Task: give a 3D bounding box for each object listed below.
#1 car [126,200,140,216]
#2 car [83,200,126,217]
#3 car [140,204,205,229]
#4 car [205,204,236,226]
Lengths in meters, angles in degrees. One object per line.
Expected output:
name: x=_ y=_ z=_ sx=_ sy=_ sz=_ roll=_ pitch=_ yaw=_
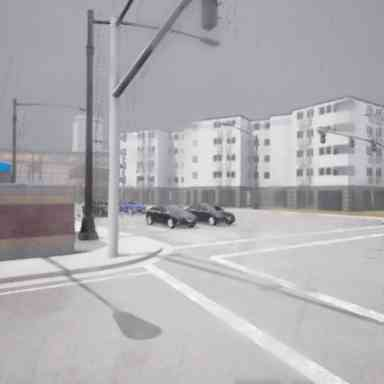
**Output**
car: x=-6.745 y=1.636 z=35.361 sx=5.008 sy=1.535 sz=1.882 roll=0 pitch=-1 yaw=44
car: x=-8.917 y=1.623 z=32.628 sx=4.892 sy=1.490 sz=1.837 roll=1 pitch=0 yaw=44
car: x=-1.488 y=1.633 z=23.018 sx=1.837 sy=1.490 sz=4.892 roll=1 pitch=0 yaw=-35
car: x=1.273 y=1.670 z=25.157 sx=1.837 sy=1.490 sz=4.892 roll=1 pitch=0 yaw=-35
